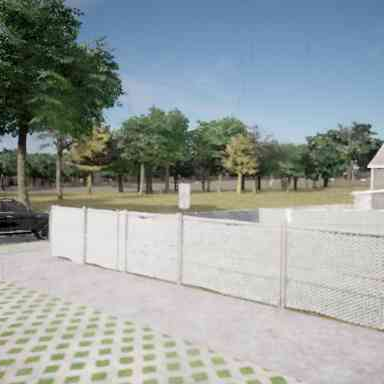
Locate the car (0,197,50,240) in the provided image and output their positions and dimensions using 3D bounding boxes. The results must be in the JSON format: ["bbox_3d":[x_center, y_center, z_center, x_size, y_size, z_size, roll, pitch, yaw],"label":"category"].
[{"bbox_3d":[-8.713,1.213,14.769,2.150,2.045,5.566,2,0,33],"label":"car"}]
